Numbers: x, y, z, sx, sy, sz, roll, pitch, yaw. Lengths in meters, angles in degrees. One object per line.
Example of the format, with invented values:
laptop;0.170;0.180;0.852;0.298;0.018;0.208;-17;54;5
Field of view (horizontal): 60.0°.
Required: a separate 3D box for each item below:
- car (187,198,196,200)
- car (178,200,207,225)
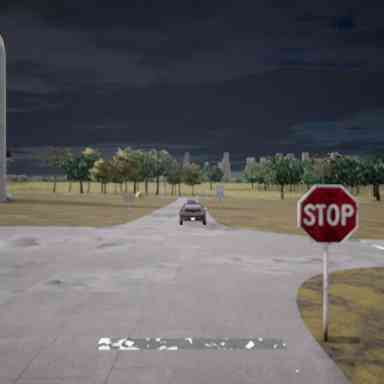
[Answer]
car;-0.123;1.969;71.297;1.812;1.442;4.674;0;0;0
car;0.056;1.566;24.856;1.837;1.490;4.892;0;0;0
